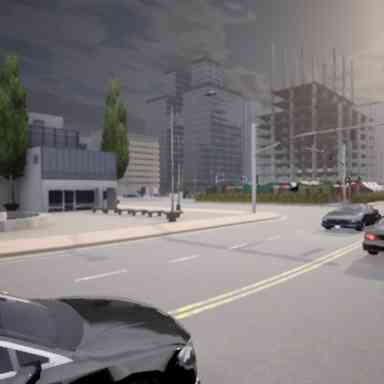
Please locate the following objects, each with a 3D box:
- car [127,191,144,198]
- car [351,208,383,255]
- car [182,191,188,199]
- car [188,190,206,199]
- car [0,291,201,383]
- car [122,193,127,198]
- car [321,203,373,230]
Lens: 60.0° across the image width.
[{"bbox_3d":[-14.838,0.658,90.171,1.905,1.878,3.866,0,1,43],"label":"car"},{"bbox_3d":[7.603,1.395,11.677,2.033,1.411,5.357,0,1,43],"label":"car"},{"bbox_3d":[-0.471,0.618,76.805,1.905,1.878,3.866,0,1,43],"label":"car"},{"bbox_3d":[1.640,0.852,74.823,1.970,1.475,3.806,0,1,43],"label":"car"},{"bbox_3d":[-2.171,1.494,2.440,4.902,1.511,2.128,-1,0,-36],"label":"car"},{"bbox_3d":[-16.917,0.661,92.186,1.932,1.855,4.605,0,1,43],"label":"car"},{"bbox_3d":[9.071,1.332,18.679,2.033,1.411,5.357,0,1,42],"label":"car"}]
